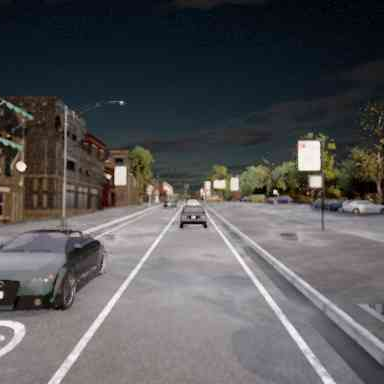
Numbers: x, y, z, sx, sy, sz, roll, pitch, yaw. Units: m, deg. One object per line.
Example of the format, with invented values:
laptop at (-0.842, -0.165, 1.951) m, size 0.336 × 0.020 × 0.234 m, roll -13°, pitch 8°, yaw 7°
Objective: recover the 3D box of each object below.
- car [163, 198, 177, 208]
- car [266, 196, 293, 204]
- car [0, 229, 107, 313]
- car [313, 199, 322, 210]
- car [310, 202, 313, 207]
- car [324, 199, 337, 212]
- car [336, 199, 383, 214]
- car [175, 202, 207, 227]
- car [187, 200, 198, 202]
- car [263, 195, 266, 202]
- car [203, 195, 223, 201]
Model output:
car at (-3.327, 1.735, 51.618) m, size 2.128 × 1.511 × 4.902 m, roll 0°, pitch 0°, yaw 0°
car at (18.744, 1.654, 70.100) m, size 4.553 × 1.767 × 2.185 m, roll 0°, pitch 0°, yaw 0°
car at (-3.352, 1.577, 7.667) m, size 1.994 × 1.385 × 4.181 m, roll 0°, pitch 0°, yaw 0°
car at (18.692, 1.647, 42.487) m, size 4.892 × 1.521 × 2.231 m, roll 0°, pitch 0°, yaw 0°
car at (18.697, 1.702, 45.763) m, size 4.674 × 1.452 × 2.002 m, roll 0°, pitch 0°, yaw 0°
car at (18.702, 1.630, 39.214) m, size 5.008 × 1.535 × 2.097 m, roll 0°, pitch 0°, yaw 0°
car at (18.692, 1.655, 36.065) m, size 4.674 × 1.452 × 2.002 m, roll 0°, pitch 0°, yaw 0°
car at (0.096, 1.643, 23.318) m, size 2.033 × 1.411 × 5.357 m, roll 0°, pitch 0°, yaw 0°
car at (0.095, 1.714, 41.330) m, size 1.812 × 1.442 × 4.674 m, roll 0°, pitch 0°, yaw 0°
car at (18.673, 1.837, 73.269) m, size 4.674 × 1.452 × 2.002 m, roll 0°, pitch 0°, yaw 0°
car at (6.075, 2.047, 94.607) m, size 5.366 × 1.575 × 1.946 m, roll 0°, pitch -1°, yaw 0°
